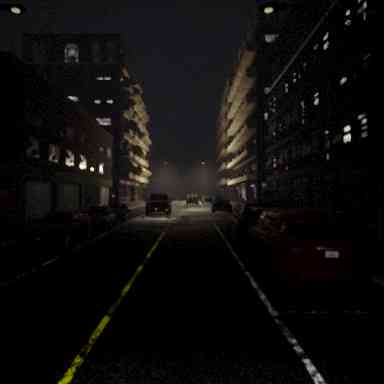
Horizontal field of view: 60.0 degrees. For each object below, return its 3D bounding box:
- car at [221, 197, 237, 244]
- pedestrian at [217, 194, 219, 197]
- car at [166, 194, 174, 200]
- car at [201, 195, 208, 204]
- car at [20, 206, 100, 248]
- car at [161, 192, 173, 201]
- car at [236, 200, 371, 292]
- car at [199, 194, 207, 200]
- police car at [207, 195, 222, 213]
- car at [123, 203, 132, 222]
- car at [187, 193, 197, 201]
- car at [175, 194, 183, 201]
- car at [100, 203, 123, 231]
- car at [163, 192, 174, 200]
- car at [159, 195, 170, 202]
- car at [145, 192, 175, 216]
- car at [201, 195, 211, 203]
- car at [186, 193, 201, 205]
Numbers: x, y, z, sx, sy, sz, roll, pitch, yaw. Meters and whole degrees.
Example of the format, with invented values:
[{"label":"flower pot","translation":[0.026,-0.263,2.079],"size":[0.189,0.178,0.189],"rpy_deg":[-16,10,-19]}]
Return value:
[{"label":"car","translation":[2.704,1.259,14.386],"size":[2.192,1.841,5.009],"rpy_deg":[1,0,0]},{"label":"pedestrian","translation":[3.001,1.148,37.997],"size":[0.375,1.860,0.375],"rpy_deg":[1,-1,-5]},{"label":"car","translation":[-5.679,1.252,86.852],"size":[1.802,1.307,4.206],"rpy_deg":[1,0,0]},{"label":"car","translation":[2.701,1.300,59.126],"size":[1.752,1.417,4.829],"rpy_deg":[1,0,0]},{"label":"car","translation":[-5.679,1.488,14.428],"size":[1.887,1.381,4.507],"rpy_deg":[1,0,0]},{"label":"car","translation":[-5.675,1.027,75.708],"size":[2.192,1.841,5.009],"rpy_deg":[1,0,0]},{"label":"car","translation":[2.704,1.281,8.816],"size":[2.192,1.841,5.009],"rpy_deg":[1,0,0]},{"label":"car","translation":[2.701,1.274,81.241],"size":[1.802,1.307,4.206],"rpy_deg":[1,0,0]},{"label":"police car","translation":[2.999,1.291,34.976],"size":[1.930,1.638,5.238],"rpy_deg":[0,0,0]},{"label":"car","translation":[-5.680,1.483,25.570],"size":[1.802,1.307,4.206],"rpy_deg":[1,0,0]},{"label":"car","translation":[0.000,1.056,71.332],"size":[2.097,1.767,4.553],"rpy_deg":[0,0,0]},{"label":"car","translation":[-2.999,1.169,72.701],"size":[1.994,1.385,4.181],"rpy_deg":[0,0,0]},{"label":"car","translation":[-5.679,1.504,19.998],"size":[1.802,1.307,4.206],"rpy_deg":[1,0,0]},{"label":"car","translation":[-5.675,1.006,81.280],"size":[2.192,1.841,5.009],"rpy_deg":[1,0,0]},{"label":"car","translation":[-5.679,1.299,70.139],"size":[1.947,1.339,4.313],"rpy_deg":[1,0,0]},{"label":"car","translation":[-3.098,1.100,31.549],"size":[2.150,2.045,5.566],"rpy_deg":[0,0,0]},{"label":"car","translation":[2.701,1.336,64.528],"size":[1.802,1.307,4.206],"rpy_deg":[1,0,0]},{"label":"car","translation":[0.039,1.321,53.537],"size":[1.812,1.442,4.674],"rpy_deg":[0,0,0]}]
